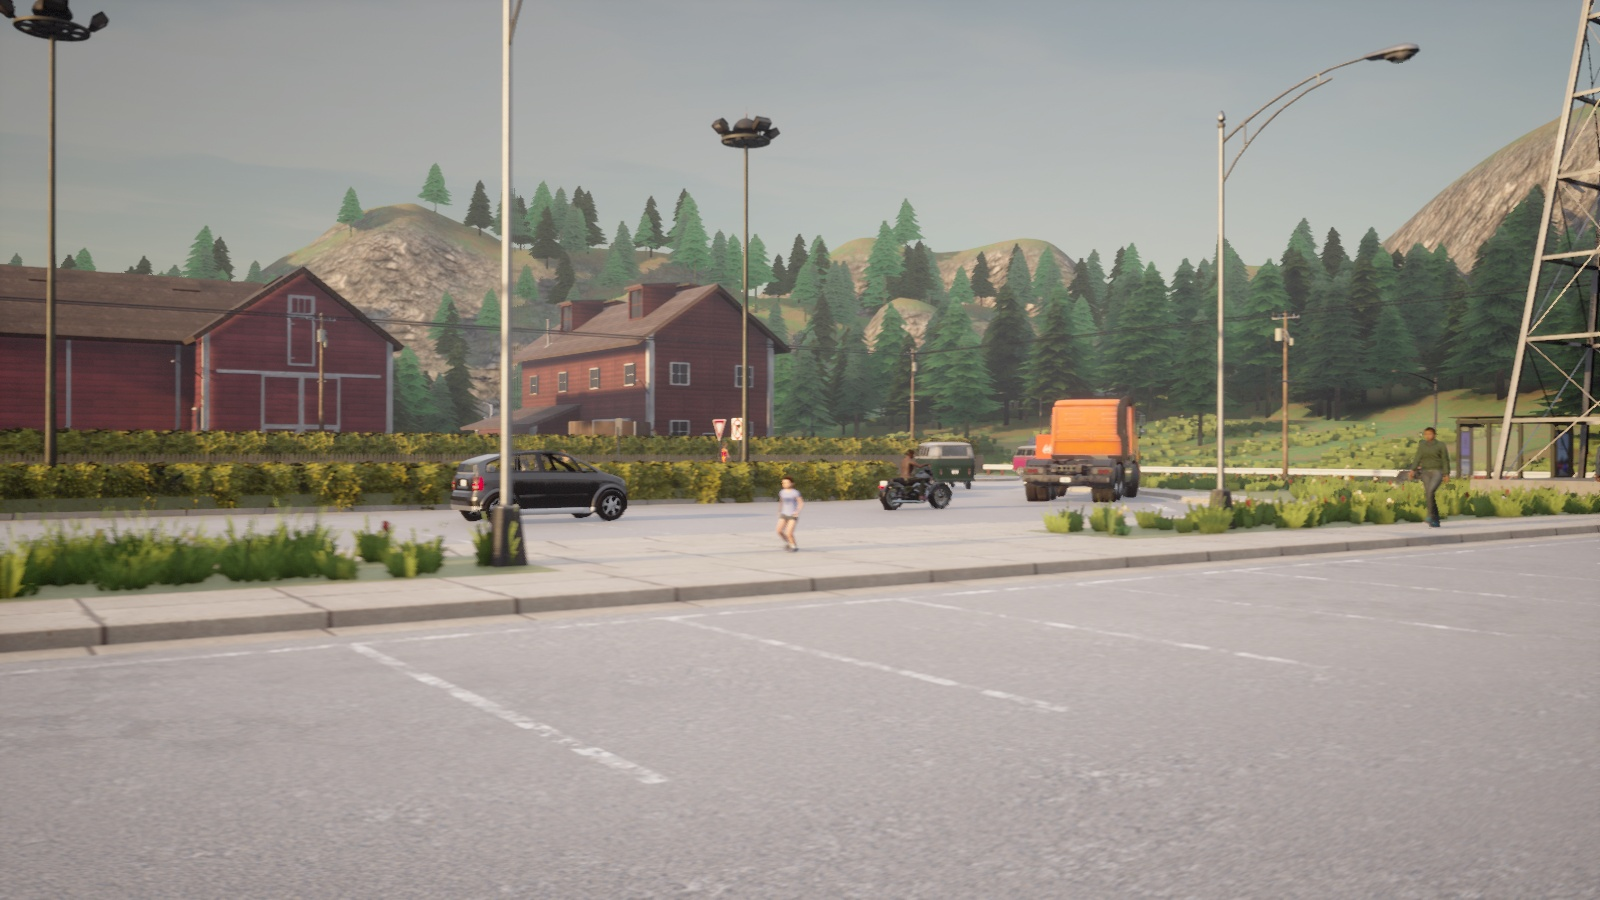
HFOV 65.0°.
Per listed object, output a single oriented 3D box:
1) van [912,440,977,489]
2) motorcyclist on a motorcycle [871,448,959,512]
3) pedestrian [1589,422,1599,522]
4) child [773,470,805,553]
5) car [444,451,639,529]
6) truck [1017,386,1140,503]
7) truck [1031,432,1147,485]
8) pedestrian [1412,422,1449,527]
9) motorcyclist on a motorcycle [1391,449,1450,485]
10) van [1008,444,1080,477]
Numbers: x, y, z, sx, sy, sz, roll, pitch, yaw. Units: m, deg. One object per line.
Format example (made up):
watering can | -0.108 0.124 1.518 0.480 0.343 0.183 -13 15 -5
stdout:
van | 6.084 0.615 53.427 1.775 1.987 4.442 -1 0 -6
motorcyclist on a motorcycle | 3.042 0.770 33.021 2.350 1.649 0.766 0 0 -35
pedestrian | 15.828 0.427 24.515 0.788 1.949 0.423 0 0 -35
child | -0.150 0.823 17.037 0.255 1.110 0.394 0 0 34
car | -5.563 0.805 27.120 3.705 1.549 1.789 0 0 -34
truck | 9.343 -0.156 41.447 2.891 3.462 7.936 0 0 21
truck | 14.156 0.382 61.364 5.204 2.467 2.627 0 0 -33
pedestrian | 11.296 0.431 22.491 0.614 1.847 0.353 0 0 -36
motorcyclist on a motorcycle | 28.656 0.777 58.025 0.766 1.649 2.350 0 0 -34
van | 15.135 0.657 78.203 1.775 1.987 4.442 0 0 -34
